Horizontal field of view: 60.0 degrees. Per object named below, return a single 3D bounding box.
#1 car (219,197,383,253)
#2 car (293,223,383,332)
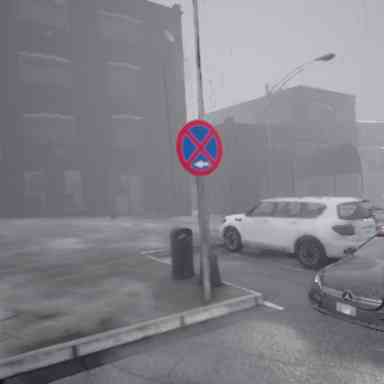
[{"bbox_3d":[3.320,1.185,11.400,2.435,2.045,5.566,0,0,-35],"label":"car"},{"bbox_3d":[4.212,1.492,6.362,4.674,1.442,1.812,0,0,-36],"label":"car"}]
